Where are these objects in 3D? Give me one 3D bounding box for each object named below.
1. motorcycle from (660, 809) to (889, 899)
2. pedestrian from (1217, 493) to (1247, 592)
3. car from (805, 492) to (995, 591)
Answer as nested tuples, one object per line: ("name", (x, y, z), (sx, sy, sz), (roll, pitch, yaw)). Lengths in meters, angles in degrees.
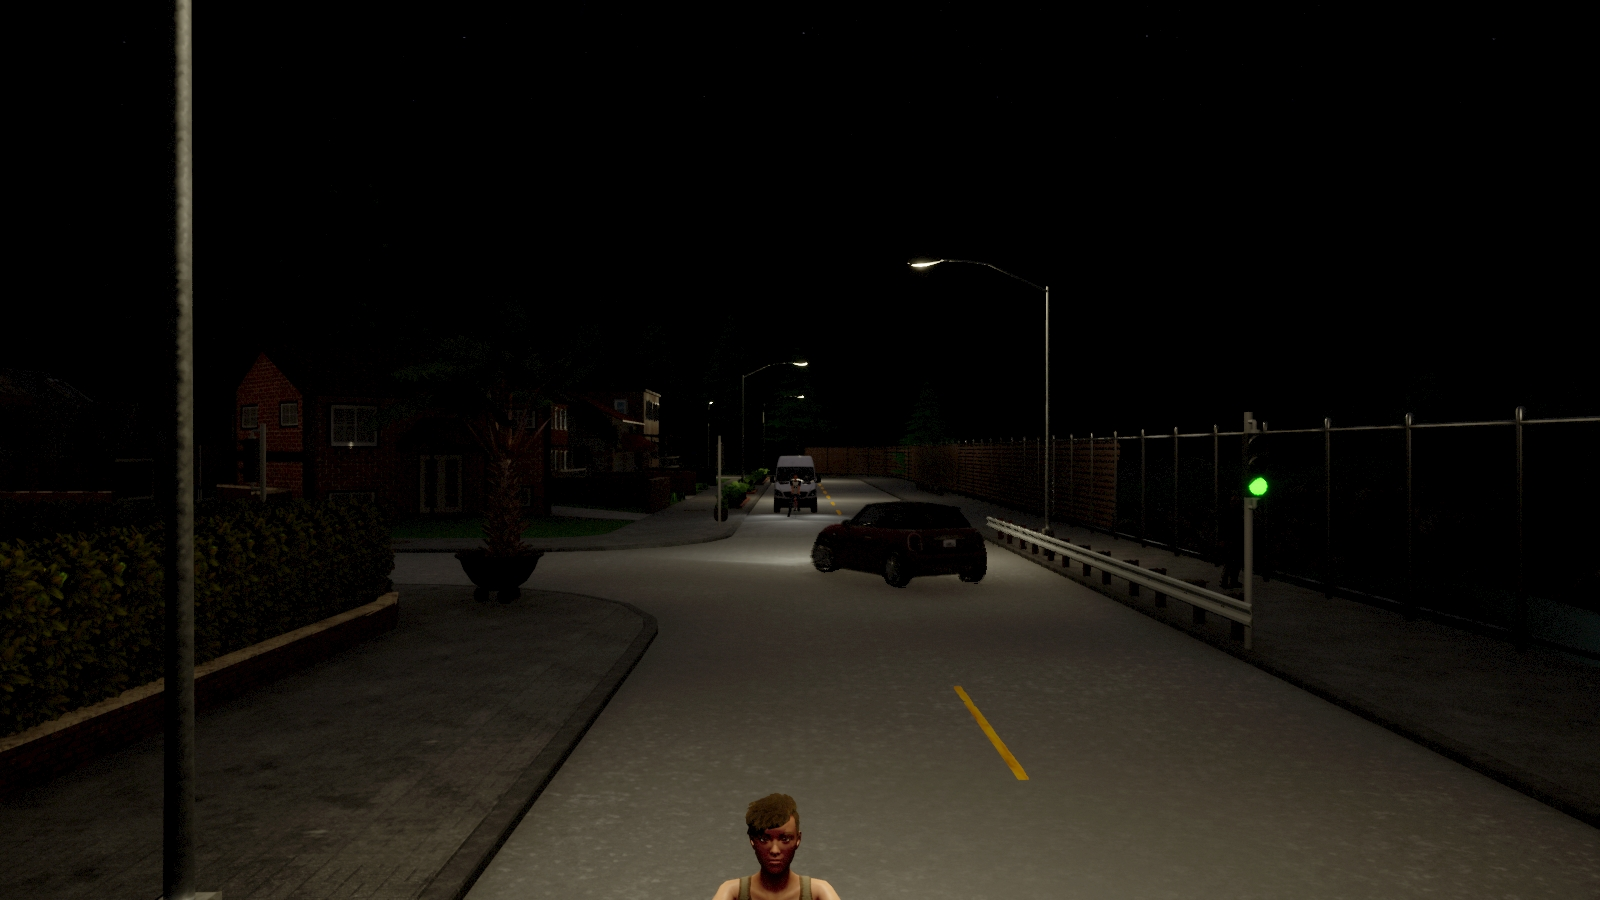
("motorcycle", (-0.084, 2.157, 3.590), (0.764, 1.307, 2.356), (0, 0, -1))
("pedestrian", (8.237, 1.753, 21.788), (0.375, 1.860, 0.375), (0, 0, -32))
("car", (2.076, 1.915, 25.178), (2.097, 1.767, 4.553), (0, 0, -27))
